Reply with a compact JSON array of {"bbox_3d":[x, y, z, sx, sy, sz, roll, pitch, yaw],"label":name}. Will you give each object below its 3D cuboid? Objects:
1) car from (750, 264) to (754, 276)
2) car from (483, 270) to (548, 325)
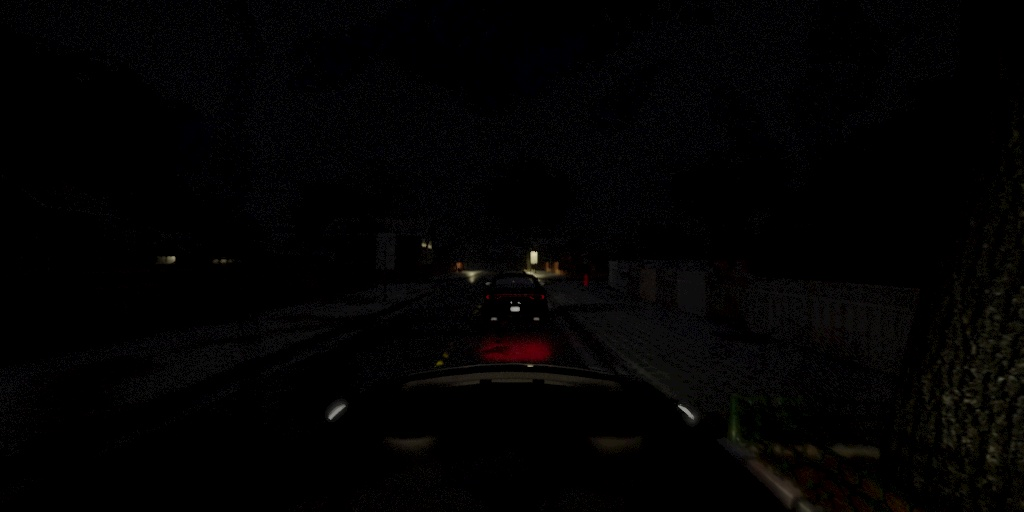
[{"bbox_3d":[19.490,1.318,31.738,5.008,1.535,1.882,-1,-3,1],"label":"car"},{"bbox_3d":[0.105,1.322,12.267,1.882,1.535,5.008,0,-1,0],"label":"car"}]
